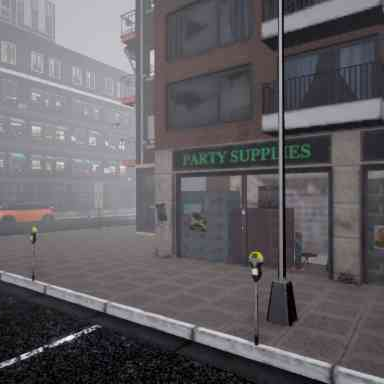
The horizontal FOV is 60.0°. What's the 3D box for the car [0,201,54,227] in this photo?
[{"bbox_3d":[-12.921,1.634,25.143,2.097,1.767,4.553,0,-1,36],"label":"car"}]
